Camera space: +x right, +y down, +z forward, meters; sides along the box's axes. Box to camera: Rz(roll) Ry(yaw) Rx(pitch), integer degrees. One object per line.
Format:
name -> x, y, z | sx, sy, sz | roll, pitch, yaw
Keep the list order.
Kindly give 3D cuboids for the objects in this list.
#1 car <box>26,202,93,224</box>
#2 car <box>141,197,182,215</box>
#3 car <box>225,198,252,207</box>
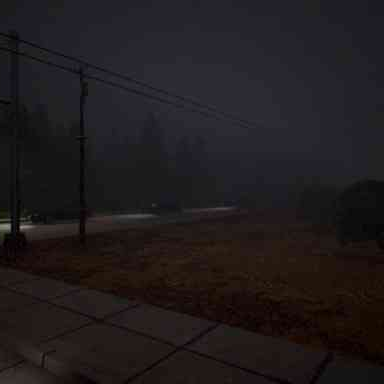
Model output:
car -> -9.800, 1.513, 24.859 | 1.837, 1.490, 4.892 | 0, 0, 37
car -> -3.081, 1.300, 33.916 | 2.097, 1.767, 4.553 | 0, 0, 37
car -> 6.563, 1.462, 46.843 | 1.895, 1.301, 4.718 | 0, 0, 37
